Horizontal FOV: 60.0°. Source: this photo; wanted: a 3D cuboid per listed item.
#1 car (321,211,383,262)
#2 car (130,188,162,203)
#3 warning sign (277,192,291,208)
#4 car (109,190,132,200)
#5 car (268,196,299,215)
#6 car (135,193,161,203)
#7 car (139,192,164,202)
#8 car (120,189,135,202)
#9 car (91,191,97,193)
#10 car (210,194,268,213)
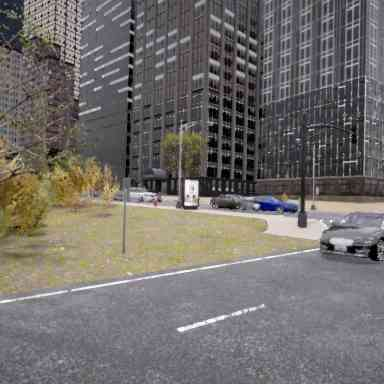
[{"bbox_3d":[6.530,1.486,12.322,4.902,1.511,2.128,-1,0,-43],"label":"car"},{"bbox_3d":[-7.039,0.451,46.155,2.150,2.045,5.566,3,-1,-41],"label":"car"},{"bbox_3d":[10.961,0.989,39.546,1.300,1.860,1.060,2,-1,-40],"label":"warning sign"},{"bbox_3d":[-13.627,0.505,63.391,2.097,1.767,4.553,3,-1,-43],"label":"car"},{"bbox_3d":[7.018,1.107,29.415,1.882,1.535,5.008,3,0,-39],"label":"car"},{"bbox_3d":[-6.814,0.853,51.077,1.994,1.385,4.181,3,-1,-41],"label":"car"},{"bbox_3d":[-6.800,0.865,55.896,1.812,1.442,4.674,3,-1,-41],"label":"car"},{"bbox_3d":[-10.025,0.663,44.621,1.994,1.385,4.181,3,-1,-41],"label":"car"},{"bbox_3d":[-19.156,0.444,64.669,2.128,1.511,4.902,3,-1,-43],"label":"car"},{"bbox_3d":[3.642,0.978,28.417,2.128,1.511,4.902,3,-1,-39],"label":"car"}]
